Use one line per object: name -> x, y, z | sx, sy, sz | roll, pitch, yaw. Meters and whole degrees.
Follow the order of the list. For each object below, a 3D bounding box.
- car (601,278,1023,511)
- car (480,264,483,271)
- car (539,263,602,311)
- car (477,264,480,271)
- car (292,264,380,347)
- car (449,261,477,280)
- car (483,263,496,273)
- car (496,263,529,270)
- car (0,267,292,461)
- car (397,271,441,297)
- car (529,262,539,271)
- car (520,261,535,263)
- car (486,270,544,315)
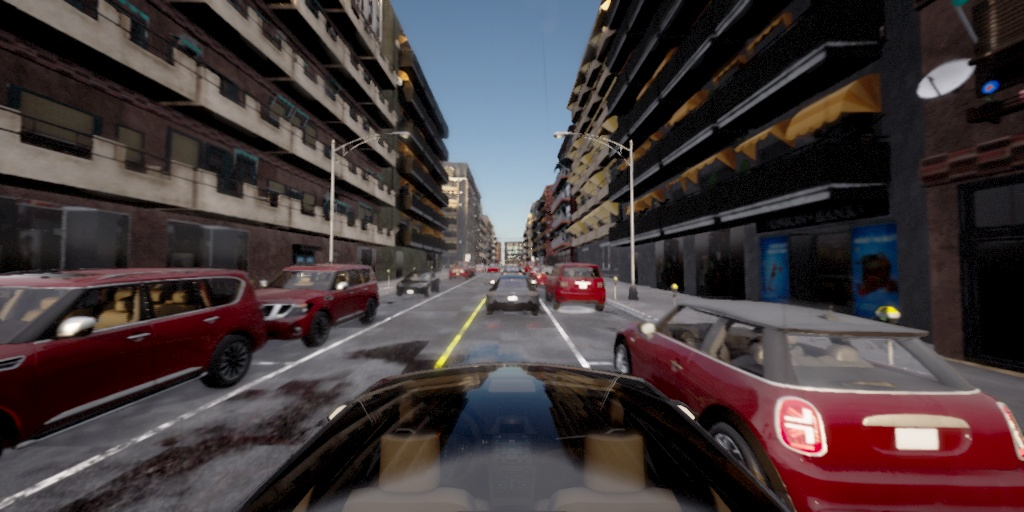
car -> 2.576, 1.217, 4.227 | 1.967, 1.591, 4.097 | 0, 0, 0
car -> -5.294, 2.045, 59.591 | 1.802, 1.307, 4.207 | 0, 0, 0
car -> 2.539, 1.214, 15.288 | 2.192, 1.841, 5.009 | 0, 0, 0
car -> -5.300, 1.783, 43.000 | 1.888, 1.381, 4.507 | 0, 0, 0
car -> -5.312, 1.153, 9.820 | 2.192, 1.841, 5.009 | 0, 0, 0
car -> -5.302, 1.481, 37.469 | 2.192, 1.841, 5.009 | 0, 0, 0
car -> -2.814, 1.987, 54.034 | 1.895, 1.301, 4.718 | 0, -1, 0
car -> 0.051, 1.555, 29.243 | 2.128, 1.511, 4.902 | 0, -1, 1
car -> -5.314, 1.093, 4.290 | 2.192, 1.841, 5.009 | 0, 0, 0
car -> -5.308, 1.529, 20.882 | 1.948, 1.339, 4.313 | 0, 0, 0
car -> 2.542, 1.468, 26.350 | 1.967, 1.591, 4.097 | 0, 0, 0
car -> 2.550, 1.624, 48.472 | 2.192, 1.841, 5.009 | 0, 0, 0
car -> 0.048, 1.454, 14.372 | 1.994, 1.385, 4.181 | 0, -1, 1
